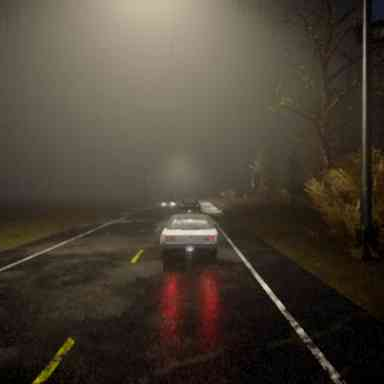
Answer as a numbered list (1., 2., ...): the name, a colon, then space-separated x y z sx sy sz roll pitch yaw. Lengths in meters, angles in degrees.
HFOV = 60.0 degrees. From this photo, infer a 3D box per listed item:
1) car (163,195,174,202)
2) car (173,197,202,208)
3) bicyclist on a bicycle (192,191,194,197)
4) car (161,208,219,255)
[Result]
1. car: -4.022 1.129 57.761 1.895 1.301 4.718 0 0 0
2. car: -0.182 1.260 28.341 2.128 1.511 4.902 0 1 0
3. bicyclist on a bicycle: 0.245 0.641 89.214 0.659 1.776 1.843 0 1 0
4. car: -0.064 1.496 12.735 1.895 1.301 4.718 0 0 0
